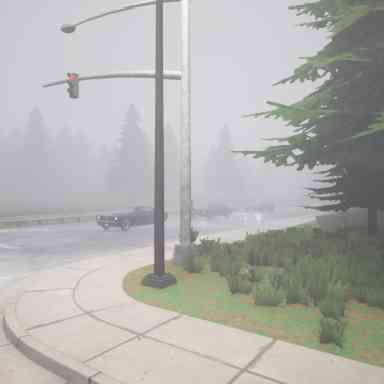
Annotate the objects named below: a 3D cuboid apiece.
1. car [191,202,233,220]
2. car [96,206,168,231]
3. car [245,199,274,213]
[{"bbox_3d":[1.636,1.576,28.521,1.895,1.301,4.718,0,0,35],"label":"car"},{"bbox_3d":[-3.647,1.576,20.869,1.895,1.301,4.718,0,0,35],"label":"car"},{"bbox_3d":[7.595,1.501,37.002,1.812,1.442,4.674,0,0,36],"label":"car"}]
